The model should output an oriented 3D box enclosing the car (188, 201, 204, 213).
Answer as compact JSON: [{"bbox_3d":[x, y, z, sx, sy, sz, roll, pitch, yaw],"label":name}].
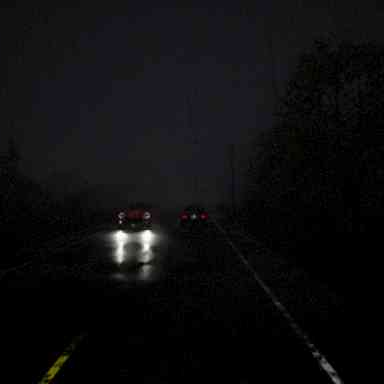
[{"bbox_3d":[0.568,1.782,41.198,1.895,1.301,4.718,0,0,2],"label":"car"}]

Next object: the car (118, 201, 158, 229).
[{"bbox_3d":[-3.512,1.438,22.280,2.097,1.767,4.553,0,0,1],"label":"car"}]

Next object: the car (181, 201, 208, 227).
[{"bbox_3d":[0.169,1.643,23.849,2.033,1.411,5.357,0,0,1],"label":"car"}]
